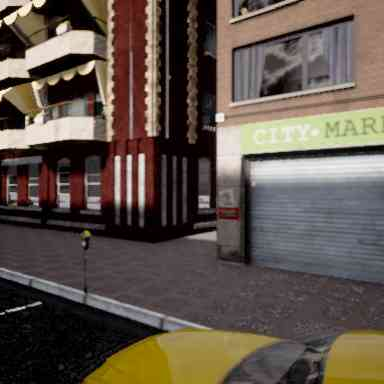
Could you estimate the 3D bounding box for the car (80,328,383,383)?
[{"bbox_3d":[1.213,1.525,2.012,4.829,1.417,1.752,1,0,36],"label":"car"}]
